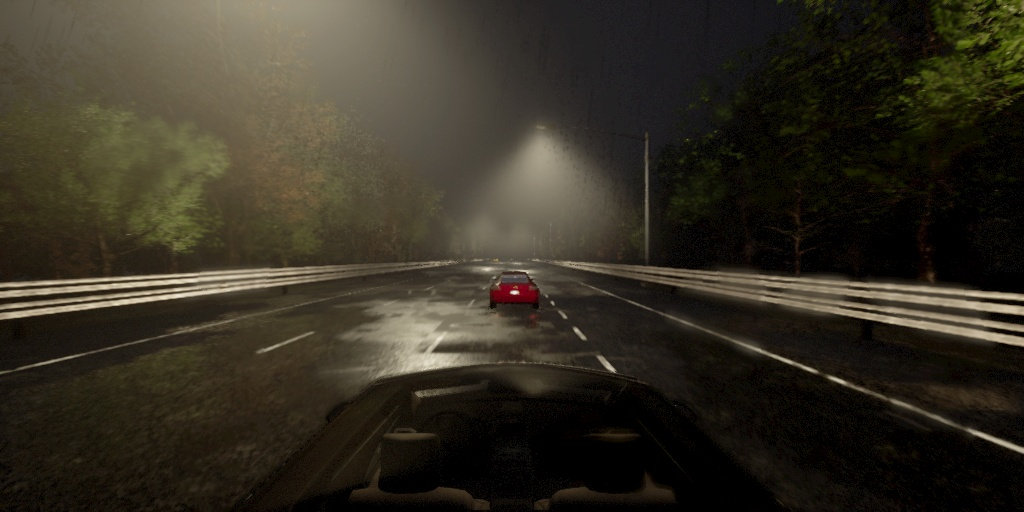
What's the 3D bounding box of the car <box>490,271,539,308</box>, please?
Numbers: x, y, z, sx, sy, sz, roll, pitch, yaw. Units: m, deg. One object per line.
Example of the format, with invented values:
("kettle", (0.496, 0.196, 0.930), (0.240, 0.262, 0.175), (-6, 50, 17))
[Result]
("car", (0.084, 1.350, 15.500), (1.994, 1.385, 4.181), (0, 0, 0))
